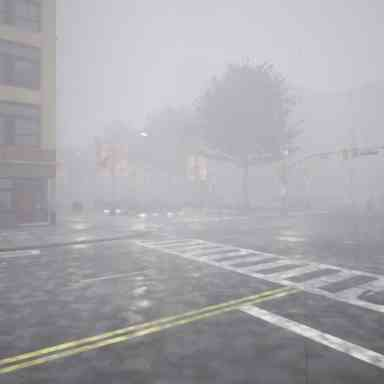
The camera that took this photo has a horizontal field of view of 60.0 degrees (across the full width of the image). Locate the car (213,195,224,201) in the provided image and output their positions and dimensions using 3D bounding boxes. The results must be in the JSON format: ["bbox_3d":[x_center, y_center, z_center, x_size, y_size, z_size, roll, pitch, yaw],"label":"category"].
[{"bbox_3d":[5.696,1.406,79.530,2.161,1.482,4.786,0,0,-36],"label":"car"}]

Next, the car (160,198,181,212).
[{"bbox_3d":[-3.207,1.502,39.050,1.837,1.490,4.892,0,0,-36],"label":"car"}]

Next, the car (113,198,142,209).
[{"bbox_3d":[-9.260,1.545,47.490,2.033,1.411,5.357,0,0,-35],"label":"car"}]

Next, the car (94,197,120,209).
[{"bbox_3d":[-11.694,1.475,44.871,1.882,1.535,5.008,0,0,-35],"label":"car"}]

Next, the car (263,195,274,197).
[{"bbox_3d":[16.184,1.313,72.064,2.002,1.452,4.674,0,0,-36],"label":"car"}]

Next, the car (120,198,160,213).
[{"bbox_3d":[-5.862,1.503,36.747,1.837,1.490,4.892,0,0,-36],"label":"car"}]
